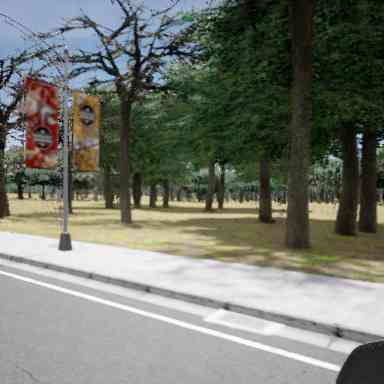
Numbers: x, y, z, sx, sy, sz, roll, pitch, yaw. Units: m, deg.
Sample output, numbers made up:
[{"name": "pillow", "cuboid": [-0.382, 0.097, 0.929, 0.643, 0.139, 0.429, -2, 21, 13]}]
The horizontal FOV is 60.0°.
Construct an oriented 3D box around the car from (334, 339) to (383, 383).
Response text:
[{"name": "car", "cuboid": [2.843, 1.560, 1.655, 4.181, 1.385, 1.994, 0, 0, 36]}]
